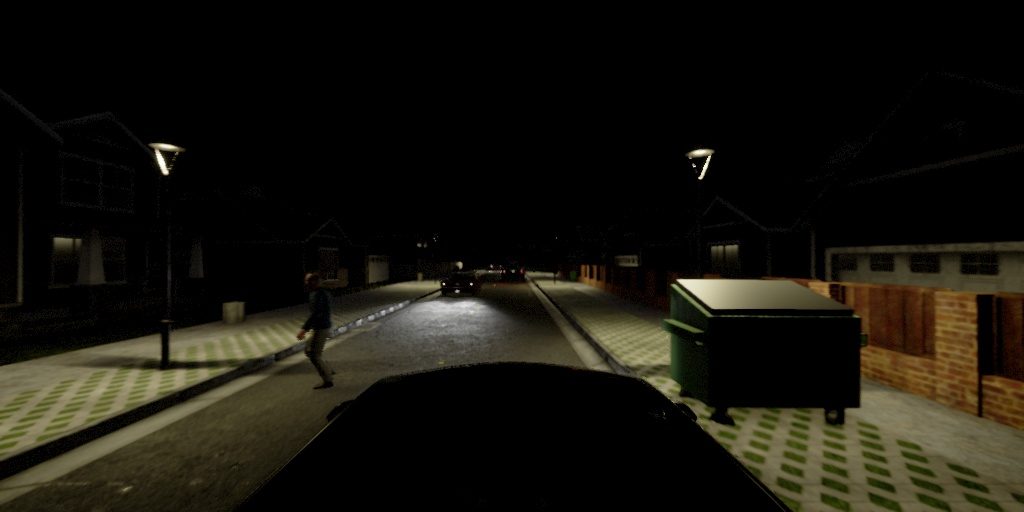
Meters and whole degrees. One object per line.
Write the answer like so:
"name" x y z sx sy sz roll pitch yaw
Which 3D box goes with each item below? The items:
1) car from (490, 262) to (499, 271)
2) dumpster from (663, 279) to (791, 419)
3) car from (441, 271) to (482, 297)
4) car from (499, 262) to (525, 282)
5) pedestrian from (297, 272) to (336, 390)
"car" -2.765 1.780 64.082 2.097 1.767 4.553 0 -1 0
"dumpster" 3.010 1.190 5.538 1.020 1.700 1.940 0 0 0
"car" -2.842 1.568 20.916 1.895 1.301 4.718 0 -1 0
"car" 0.111 1.469 34.429 2.097 1.767 4.553 0 0 0
"pedestrian" -2.969 1.089 5.501 0.375 1.860 0.375 0 0 -10
